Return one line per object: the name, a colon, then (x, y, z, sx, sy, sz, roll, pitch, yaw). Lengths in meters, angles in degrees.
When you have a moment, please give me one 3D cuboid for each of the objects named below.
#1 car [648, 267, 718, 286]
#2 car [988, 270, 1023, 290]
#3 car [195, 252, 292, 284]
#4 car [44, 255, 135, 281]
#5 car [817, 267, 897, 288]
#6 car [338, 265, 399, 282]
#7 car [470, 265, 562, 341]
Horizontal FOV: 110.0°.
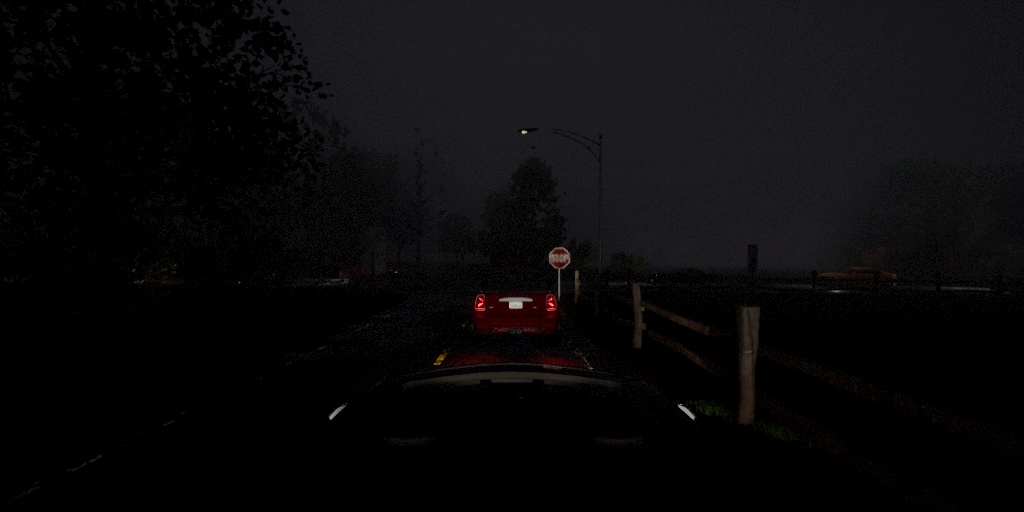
car: (12.766, 1.515, 27.081, 4.718, 1.301, 1.895, 1, 1, 0)
car: (39.151, 1.786, 27.082, 4.902, 1.511, 2.128, 1, 1, 0)
car: (-17.881, 0.752, 24.002, 5.566, 2.045, 2.150, 1, 1, 0)
car: (-27.966, 0.745, 23.947, 4.553, 1.767, 2.097, 1, 1, 0)
car: (25.927, 1.581, 27.090, 5.008, 1.535, 1.882, 1, 1, 0)
car: (-10.737, 1.147, 27.002, 4.181, 1.385, 1.994, 1, 1, 0)
car: (0.082, 1.098, 9.992, 2.097, 1.767, 4.553, 0, 0, 0)
